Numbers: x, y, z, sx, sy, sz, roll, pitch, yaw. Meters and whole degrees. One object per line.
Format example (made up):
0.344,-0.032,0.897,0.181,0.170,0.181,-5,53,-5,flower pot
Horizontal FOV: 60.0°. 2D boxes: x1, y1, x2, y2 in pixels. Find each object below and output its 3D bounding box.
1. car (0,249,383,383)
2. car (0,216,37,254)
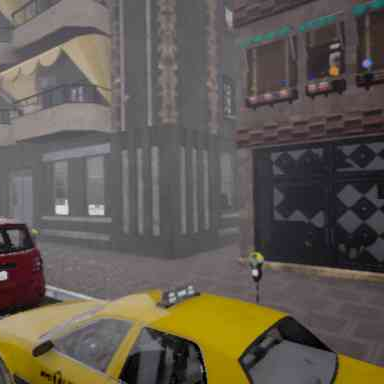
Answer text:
-0.339,1.538,3.132,4.829,1.417,1.752,0,-1,36,car
-4.828,1.361,6.341,5.009,1.841,2.192,0,-1,36,car
